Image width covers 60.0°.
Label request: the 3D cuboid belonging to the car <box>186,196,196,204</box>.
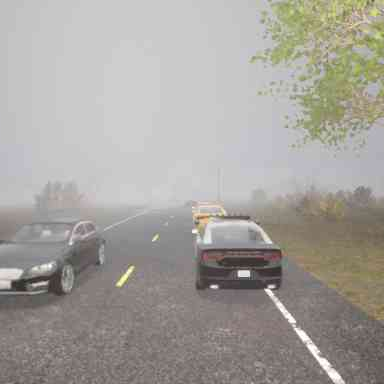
[{"bbox_3d":[-0.140,1.516,63.322,1.837,1.490,4.892,0,0,0],"label":"car"}]

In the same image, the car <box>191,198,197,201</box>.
[{"bbox_3d":[0.994,1.461,25.305,1.801,1.575,5.366,0,0,0],"label":"car"}]

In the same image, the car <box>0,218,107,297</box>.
[{"bbox_3d":[-3.619,1.494,8.765,2.128,1.511,4.902,0,0,0],"label":"car"}]

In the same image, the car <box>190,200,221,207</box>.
[{"bbox_3d":[1.008,1.482,19.114,1.882,1.535,5.008,0,0,0],"label":"car"}]

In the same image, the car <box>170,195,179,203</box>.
[{"bbox_3d":[-3.655,1.517,70.377,1.837,1.490,4.892,0,0,0],"label":"car"}]

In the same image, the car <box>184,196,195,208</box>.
[{"bbox_3d":[-0.070,1.534,47.654,1.812,1.442,4.674,0,0,1],"label":"car"}]

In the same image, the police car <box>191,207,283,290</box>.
[{"bbox_3d":[1.030,1.428,9.223,1.930,1.638,5.238,0,0,0],"label":"police car"}]
